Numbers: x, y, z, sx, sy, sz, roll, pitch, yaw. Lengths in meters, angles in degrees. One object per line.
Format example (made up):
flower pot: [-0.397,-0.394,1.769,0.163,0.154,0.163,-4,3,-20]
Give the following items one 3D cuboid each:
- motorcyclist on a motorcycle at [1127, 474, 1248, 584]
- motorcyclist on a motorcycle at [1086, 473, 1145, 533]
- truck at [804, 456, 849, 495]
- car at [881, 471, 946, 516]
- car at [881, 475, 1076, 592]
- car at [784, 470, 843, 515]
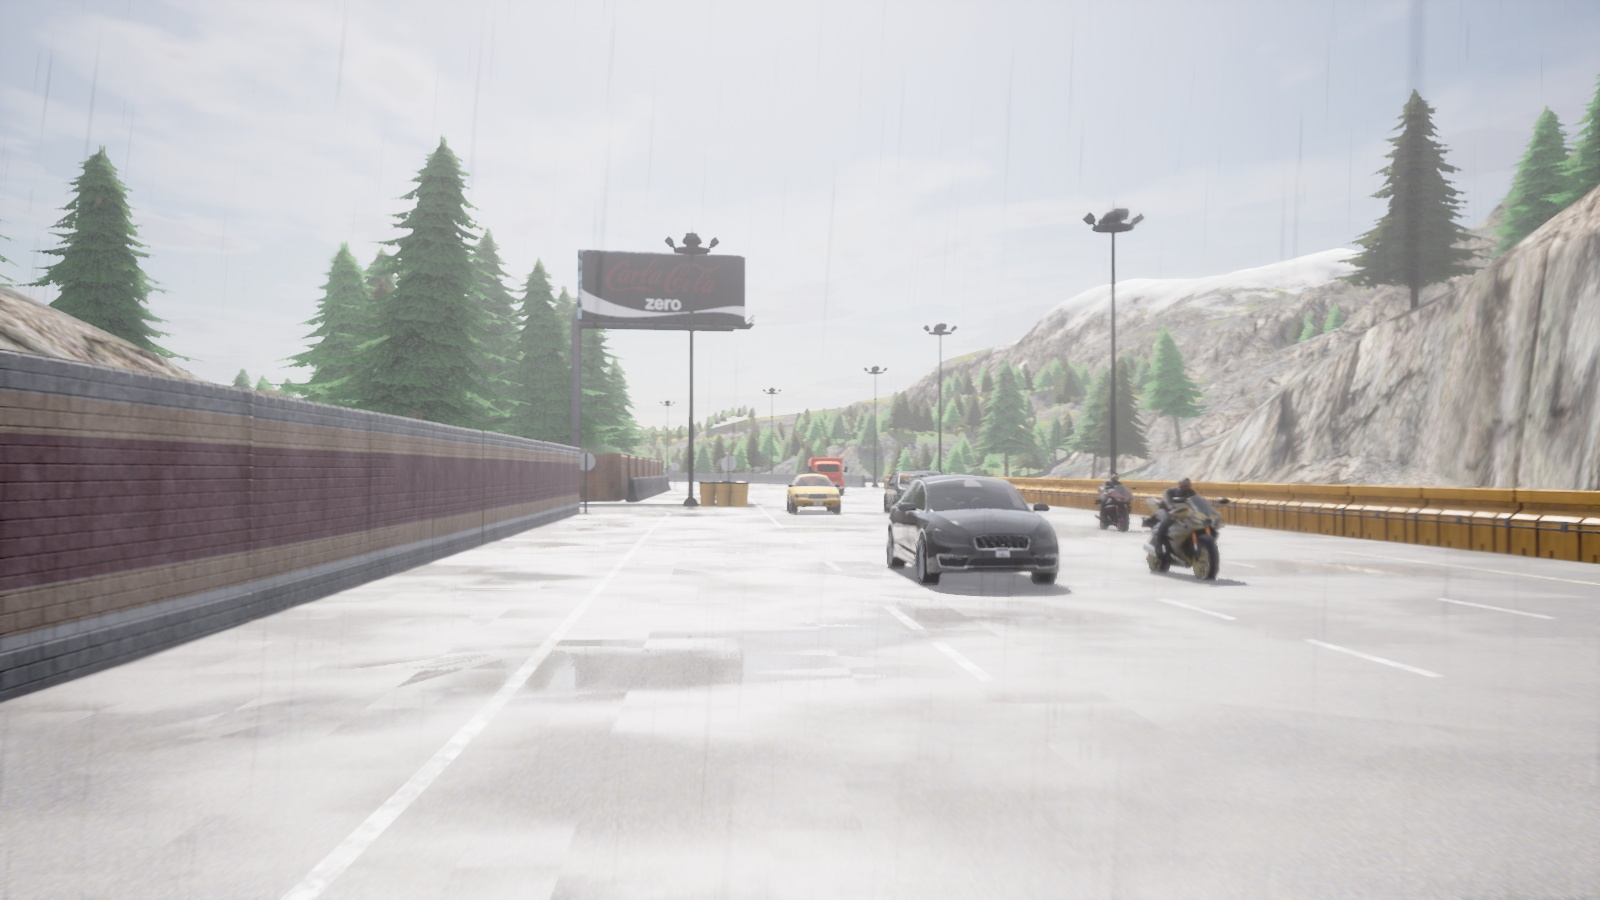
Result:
motorcyclist on a motorcycle: [5.774,1.139,18.865,0.866,1.530,2.191,0,-1,-9]
motorcyclist on a motorcycle: [8.360,1.370,33.359,0.866,1.530,2.191,0,-1,-4]
truck: [1.704,1.711,82.905,2.627,2.467,5.204,0,-1,-2]
car: [4.055,1.537,45.552,1.789,1.549,3.705,0,-1,-4]
car: [2.464,1.120,18.646,1.837,1.490,4.892,0,-1,-4]
car: [0.458,1.537,46.961,1.801,1.575,5.366,0,-1,-4]
